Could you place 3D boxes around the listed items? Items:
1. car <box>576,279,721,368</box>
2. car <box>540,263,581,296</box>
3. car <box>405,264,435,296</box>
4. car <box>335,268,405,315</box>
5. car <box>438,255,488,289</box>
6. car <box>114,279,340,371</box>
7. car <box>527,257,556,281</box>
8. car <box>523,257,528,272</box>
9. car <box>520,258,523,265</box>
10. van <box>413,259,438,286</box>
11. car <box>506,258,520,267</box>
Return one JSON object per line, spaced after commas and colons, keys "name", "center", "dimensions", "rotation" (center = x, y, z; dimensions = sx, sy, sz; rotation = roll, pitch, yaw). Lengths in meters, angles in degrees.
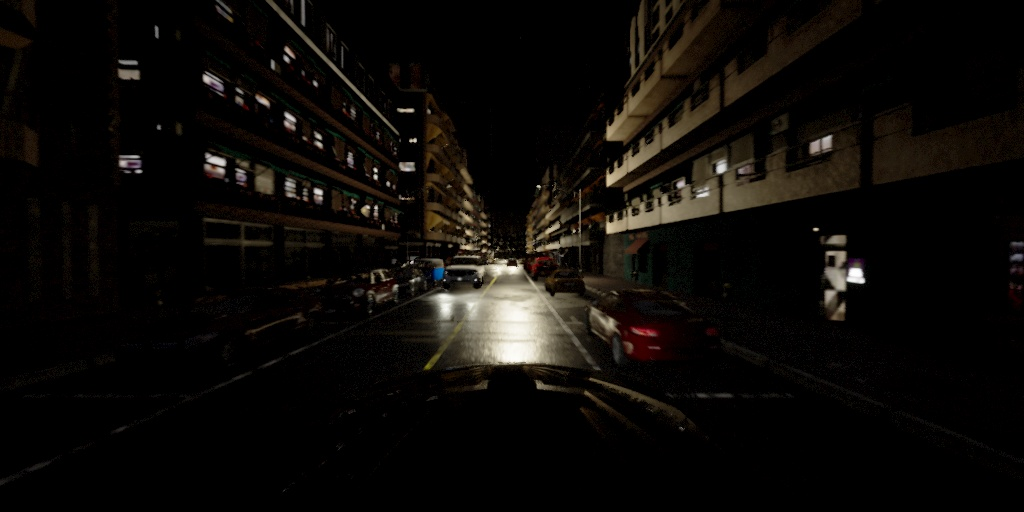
{"name": "car", "center": [2.691, 1.331, 7.616], "dimensions": [1.802, 1.307, 4.207], "rotation": [0, 0, 0]}
{"name": "car", "center": [2.693, 1.275, 18.990], "dimensions": [1.751, 1.417, 4.829], "rotation": [0, 0, 0]}
{"name": "car", "center": [-5.654, 1.302, 18.850], "dimensions": [2.007, 1.370, 4.403], "rotation": [0, 0, 0]}
{"name": "car", "center": [-5.656, 1.191, 13.248], "dimensions": [1.967, 1.591, 4.097], "rotation": [0, 0, 0]}
{"name": "car", "center": [-2.999, 0.966, 23.357], "dimensions": [2.150, 2.045, 5.566], "rotation": [0, 0, 0]}
{"name": "car", "center": [-5.657, 1.333, 7.646], "dimensions": [1.802, 1.307, 4.207], "rotation": [0, 0, 0]}
{"name": "car", "center": [2.696, 1.064, 30.024], "dimensions": [2.192, 1.841, 5.009], "rotation": [0, 0, 0]}
{"name": "car", "center": [2.698, 1.065, 41.228], "dimensions": [2.192, 1.841, 5.009], "rotation": [0, 0, 0]}
{"name": "car", "center": [2.701, 1.066, 52.432], "dimensions": [2.192, 1.841, 5.009], "rotation": [0, 0, 0]}
{"name": "van", "center": [-5.653, 1.092, 24.452], "dimensions": [1.690, 1.789, 3.998], "rotation": [0, 0, 0]}
{"name": "car", "center": [0.014, 1.327, 63.963], "dimensions": [1.994, 1.385, 4.181], "rotation": [0, 0, 0]}
